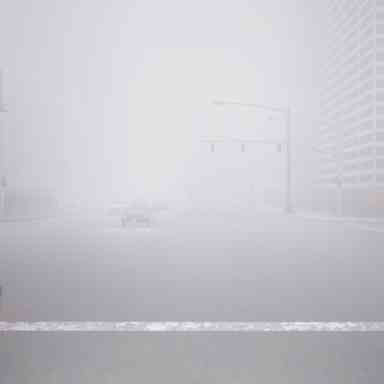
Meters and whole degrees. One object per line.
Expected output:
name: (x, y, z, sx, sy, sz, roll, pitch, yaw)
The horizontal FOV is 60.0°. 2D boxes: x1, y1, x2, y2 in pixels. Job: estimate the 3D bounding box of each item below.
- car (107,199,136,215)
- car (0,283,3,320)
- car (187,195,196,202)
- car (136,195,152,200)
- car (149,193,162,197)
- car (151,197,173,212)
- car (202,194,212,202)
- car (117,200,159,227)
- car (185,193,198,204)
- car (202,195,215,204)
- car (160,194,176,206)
car: (-7.166, 1.526, 33.538, 1.812, 1.442, 4.674, 0, 0, 0)
car: (-3.605, 1.502, 2.790, 1.837, 1.490, 4.892, 0, 1, 0)
car: (-0.143, 1.381, 74.524, 1.994, 1.385, 4.181, 0, 0, 0)
car: (-7.187, 1.505, 46.806, 1.837, 1.490, 4.892, 0, 0, 0)
car: (-7.135, 1.218, 68.342, 2.150, 2.045, 5.566, 0, 0, 0)
car: (-3.672, 1.563, 39.003, 1.994, 1.385, 4.181, 0, 0, 0)
car: (3.360, 1.355, 74.675, 2.097, 1.767, 4.553, 0, 0, 0)
car: (-3.645, 1.525, 23.162, 1.812, 1.442, 4.674, 0, 0, 0)
car: (-0.122, 1.221, 63.853, 2.150, 2.045, 5.566, 0, 0, 0)
car: (3.473, 1.525, 64.772, 1.812, 1.442, 4.674, 0, 0, 0)
car: (-3.693, 1.491, 55.858, 2.128, 1.511, 4.902, 0, 0, 0)
